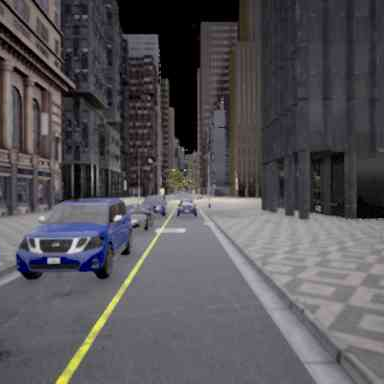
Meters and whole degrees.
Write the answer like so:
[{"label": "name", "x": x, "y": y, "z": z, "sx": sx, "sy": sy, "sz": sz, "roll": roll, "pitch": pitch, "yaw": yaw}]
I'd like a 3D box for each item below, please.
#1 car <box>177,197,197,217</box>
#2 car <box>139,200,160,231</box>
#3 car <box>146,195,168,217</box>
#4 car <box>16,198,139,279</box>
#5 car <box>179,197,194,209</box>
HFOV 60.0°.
[{"label": "car", "x": -0.476, "y": 1.538, "z": 31.998, "sx": 1.812, "sy": 1.442, "sz": 4.674, "roll": 0, "pitch": 0, "yaw": -1}, {"label": "car", "x": -3.431, "y": 1.517, "z": 20.930, "sx": 2.128, "sy": 1.511, "sz": 4.902, "roll": 0, "pitch": 0, "yaw": -1}, {"label": "car", "x": -3.541, "y": 1.355, "z": 32.221, "sx": 2.150, "sy": 2.045, "sz": 5.566, "roll": 0, "pitch": 0, "yaw": -1}, {"label": "car", "x": -3.257, "y": 1.243, "z": 10.482, "sx": 2.150, "sy": 2.045, "sz": 5.566, "roll": 0, "pitch": 0, "yaw": -1}, {"label": "car", "x": -0.733, "y": 1.490, "z": 46.372, "sx": 1.882, "sy": 1.535, "sz": 5.008, "roll": 0, "pitch": 0, "yaw": -1}]
